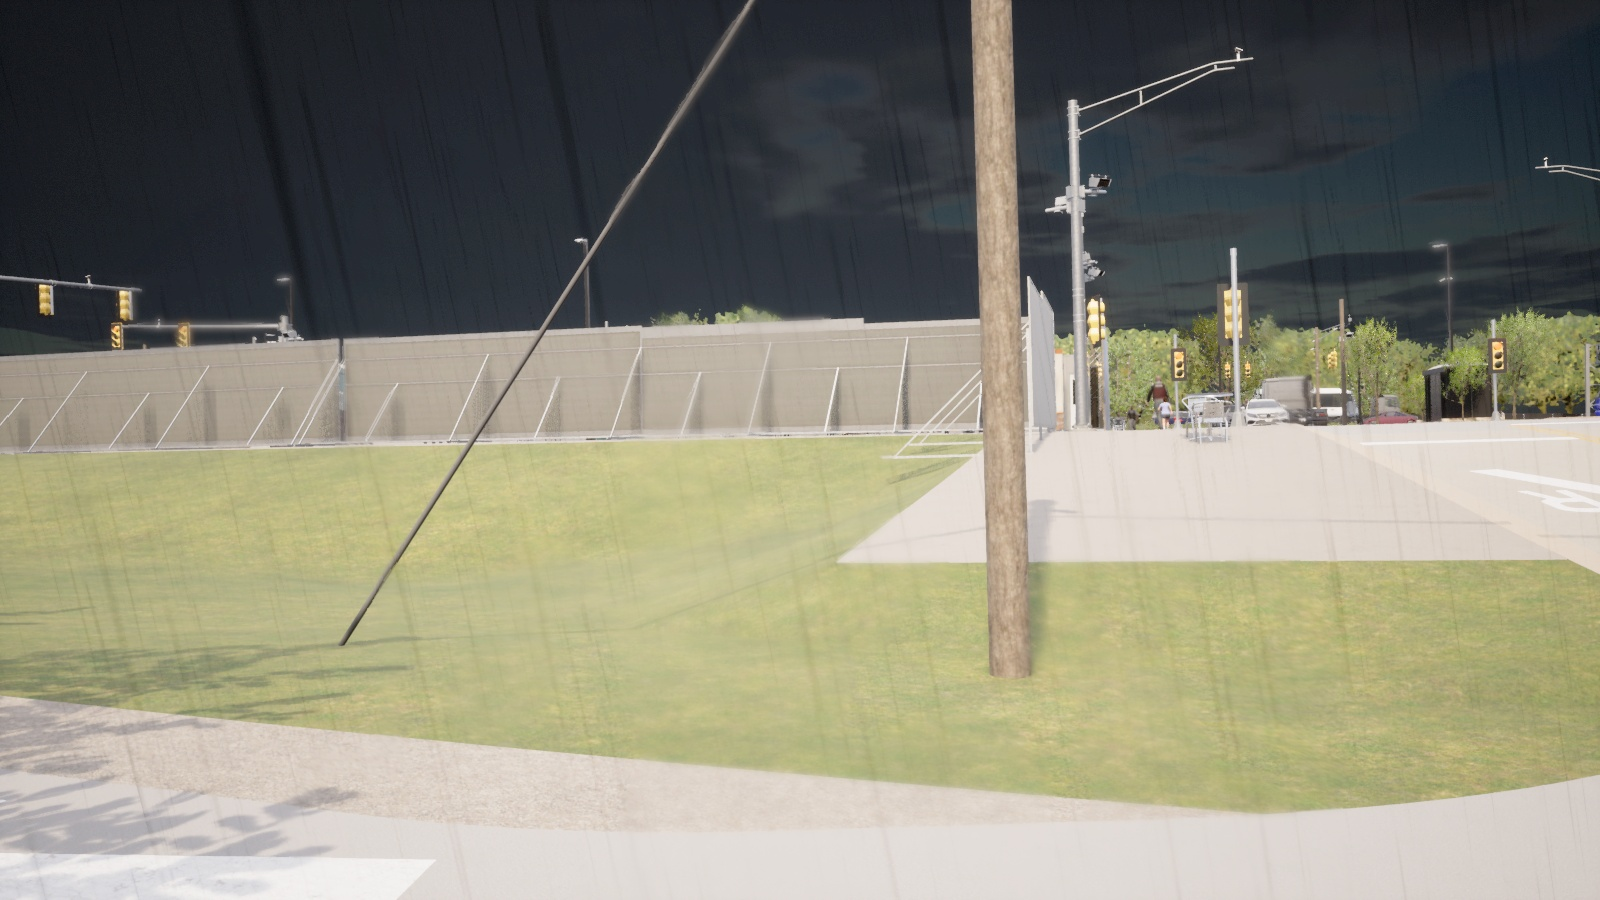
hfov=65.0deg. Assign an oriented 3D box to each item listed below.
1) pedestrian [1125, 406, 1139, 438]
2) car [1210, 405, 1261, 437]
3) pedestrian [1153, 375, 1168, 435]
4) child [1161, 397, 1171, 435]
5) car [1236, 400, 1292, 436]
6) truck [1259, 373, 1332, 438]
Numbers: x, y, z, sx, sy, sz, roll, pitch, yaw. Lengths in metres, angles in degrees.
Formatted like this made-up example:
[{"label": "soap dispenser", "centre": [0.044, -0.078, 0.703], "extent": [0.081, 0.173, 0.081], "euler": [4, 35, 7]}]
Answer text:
[{"label": "pedestrian", "centre": [19.574, -1.646, 73.980], "extent": [0.563, 1.883, 0.849], "euler": [-1, 0, 28]}, {"label": "car", "centre": [24.157, -1.585, 69.835], "extent": [2.242, 1.667, 4.611], "euler": [-1, 0, 14]}, {"label": "pedestrian", "centre": [11.323, -1.393, 39.444], "extent": [0.376, 1.854, 0.720], "euler": [-1, 0, 12]}, {"label": "child", "centre": [10.761, -0.995, 36.913], "extent": [0.255, 1.110, 0.394], "euler": [-1, 0, 15]}, {"label": "car", "centre": [20.681, -1.397, 56.102], "extent": [1.812, 1.442, 4.674], "euler": [-1, 0, 14]}, {"label": "truck", "centre": [29.003, -2.507, 73.823], "extent": [2.891, 3.462, 7.936], "euler": [-1, 0, 14]}]
